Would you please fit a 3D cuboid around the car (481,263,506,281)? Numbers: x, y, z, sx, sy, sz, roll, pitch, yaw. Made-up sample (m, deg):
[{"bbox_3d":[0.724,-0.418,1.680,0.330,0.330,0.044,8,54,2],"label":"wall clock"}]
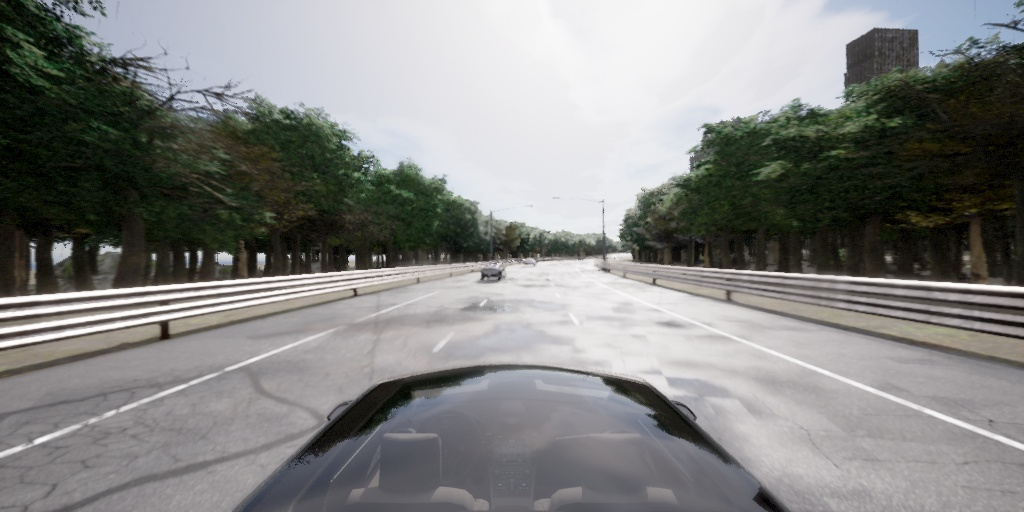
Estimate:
[{"bbox_3d":[-1.646,1.431,32.953,2.128,1.511,4.902,-1,0,6],"label":"car"}]
